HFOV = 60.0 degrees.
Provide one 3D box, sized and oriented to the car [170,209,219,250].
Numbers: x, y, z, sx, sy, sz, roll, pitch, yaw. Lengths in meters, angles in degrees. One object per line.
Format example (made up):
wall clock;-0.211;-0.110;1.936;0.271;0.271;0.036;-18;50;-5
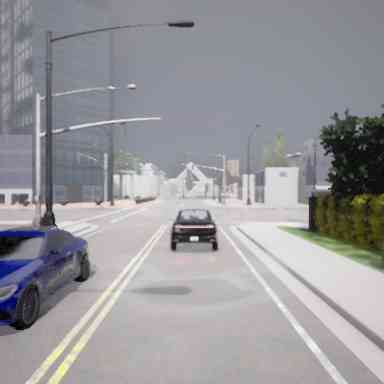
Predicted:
car;0.093;1.469;14.300;2.128;1.511;4.902;0;0;0

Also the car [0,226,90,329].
car;-3.579;1.516;7.070;1.812;1.442;4.674;0;0;0
